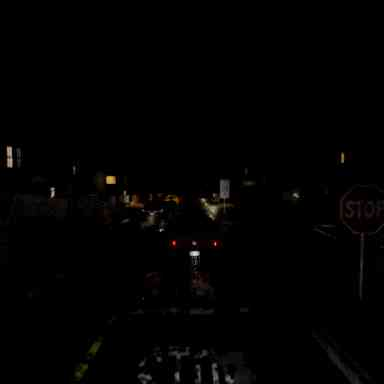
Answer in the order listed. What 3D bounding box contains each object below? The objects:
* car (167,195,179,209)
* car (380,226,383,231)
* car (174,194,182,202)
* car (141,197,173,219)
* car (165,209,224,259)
[{"bbox_3d":[-2.848,1.355,36.898,1.994,1.385,4.181,0,0,1],"label":"car"},{"bbox_3d":[11.789,1.366,16.530,5.357,1.411,2.033,0,3,2],"label":"car"},{"bbox_3d":[-2.849,1.230,47.435,1.882,1.535,5.008,0,0,0],"label":"car"},{"bbox_3d":[-2.900,1.361,26.936,1.812,1.442,4.674,0,0,2],"label":"car"},{"bbox_3d":[0.090,1.589,12.697,1.895,1.301,4.718,0,1,0],"label":"car"}]
